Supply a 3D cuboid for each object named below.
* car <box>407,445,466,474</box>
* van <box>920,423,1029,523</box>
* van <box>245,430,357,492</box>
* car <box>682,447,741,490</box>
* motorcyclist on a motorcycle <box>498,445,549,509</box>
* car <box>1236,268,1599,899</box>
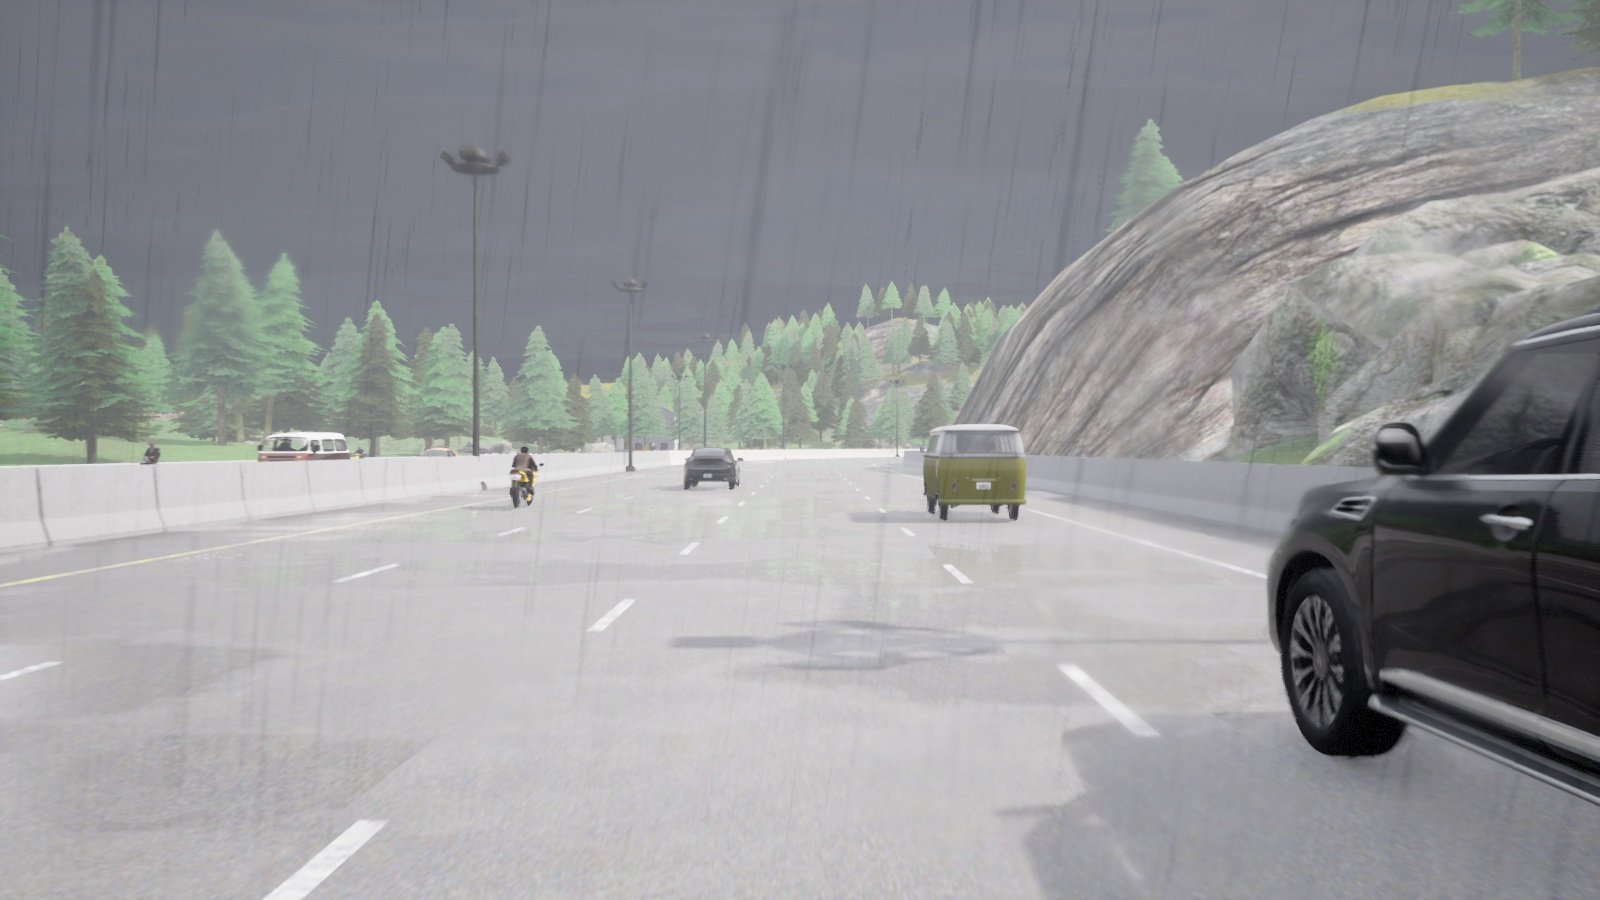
[{"bbox_3d":[-20.574,0.503,71.297,1.801,1.575,5.366,0,0,0],"label":"car"},{"bbox_3d":[3.672,0.440,27.147,1.775,1.987,4.442,0,0,0],"label":"van"},{"bbox_3d":[-17.234,0.355,43.634,2.069,2.038,4.480,0,0,0],"label":"van"},{"bbox_3d":[-3.217,0.641,46.543,1.837,1.490,4.892,0,0,0],"label":"car"},{"bbox_3d":[-6.806,0.651,31.009,0.797,1.523,2.044,0,0,0],"label":"motorcyclist on a motorcycle"},{"bbox_3d":[3.542,0.461,4.358,2.150,2.045,5.566,0,0,0],"label":"car"}]
